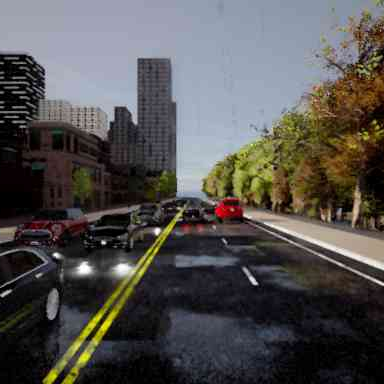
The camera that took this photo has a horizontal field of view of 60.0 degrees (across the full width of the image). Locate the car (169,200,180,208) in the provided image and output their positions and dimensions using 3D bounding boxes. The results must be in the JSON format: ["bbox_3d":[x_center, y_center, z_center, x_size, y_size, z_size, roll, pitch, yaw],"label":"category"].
[{"bbox_3d":[-3.228,2.339,64.133,1.837,1.490,4.892,0,0,0],"label":"car"}]

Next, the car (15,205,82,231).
[{"bbox_3d":[-6.581,1.560,16.132,2.097,1.767,4.553,0,-1,0],"label":"car"}]

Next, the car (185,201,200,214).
[{"bbox_3d":[0.077,2.040,44.148,1.882,1.535,5.008,0,0,0],"label":"car"}]

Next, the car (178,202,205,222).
[{"bbox_3d":[0.116,1.877,30.033,2.128,1.511,4.902,0,-1,0],"label":"car"}]

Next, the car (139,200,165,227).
[{"bbox_3d":[-3.292,1.687,25.809,2.097,1.767,4.553,0,-1,1],"label":"car"}]

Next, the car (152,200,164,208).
[{"bbox_3d":[-6.477,2.351,64.181,1.812,1.442,4.674,0,-1,0],"label":"car"}]

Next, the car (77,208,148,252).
[{"bbox_3d":[-3.335,1.698,14.990,1.837,1.490,4.892,0,-1,0],"label":"car"}]

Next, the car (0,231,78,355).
[{"bbox_3d":[-3.346,1.565,4.486,1.837,1.490,4.892,0,-1,0],"label":"car"}]

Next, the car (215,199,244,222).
[{"bbox_3d":[3.368,1.614,30.490,2.150,2.045,5.566,0,0,0],"label":"car"}]
